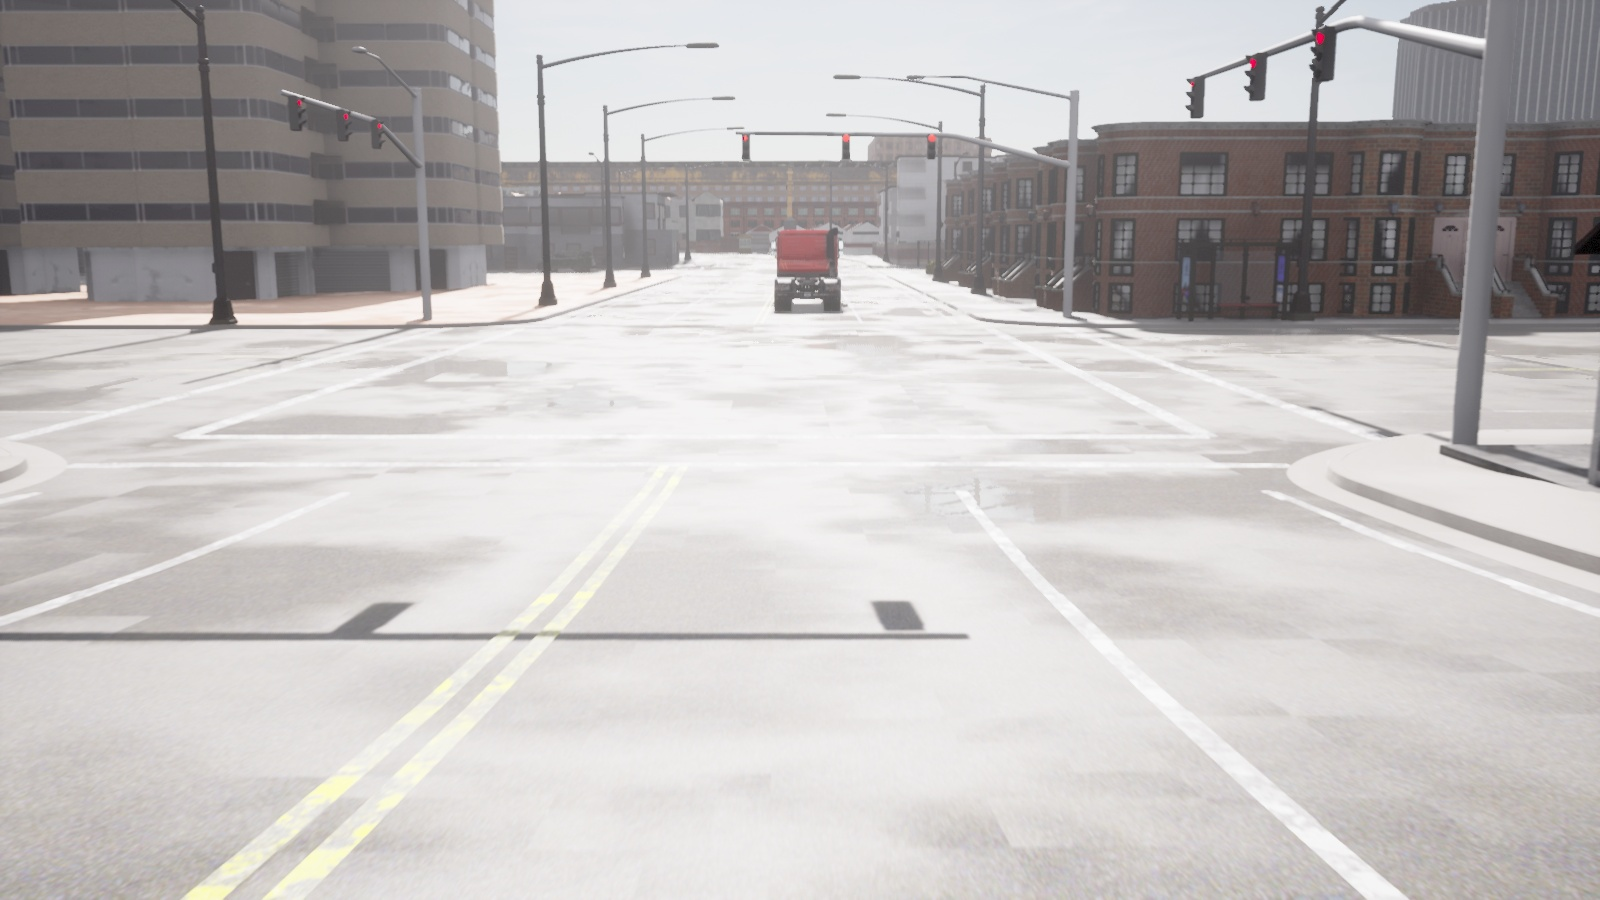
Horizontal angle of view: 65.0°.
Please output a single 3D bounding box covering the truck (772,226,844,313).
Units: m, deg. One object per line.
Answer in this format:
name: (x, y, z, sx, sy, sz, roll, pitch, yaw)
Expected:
truck: (0.332, -7.934, 54.675, 2.891, 3.462, 7.936, 0, 10, 0)
